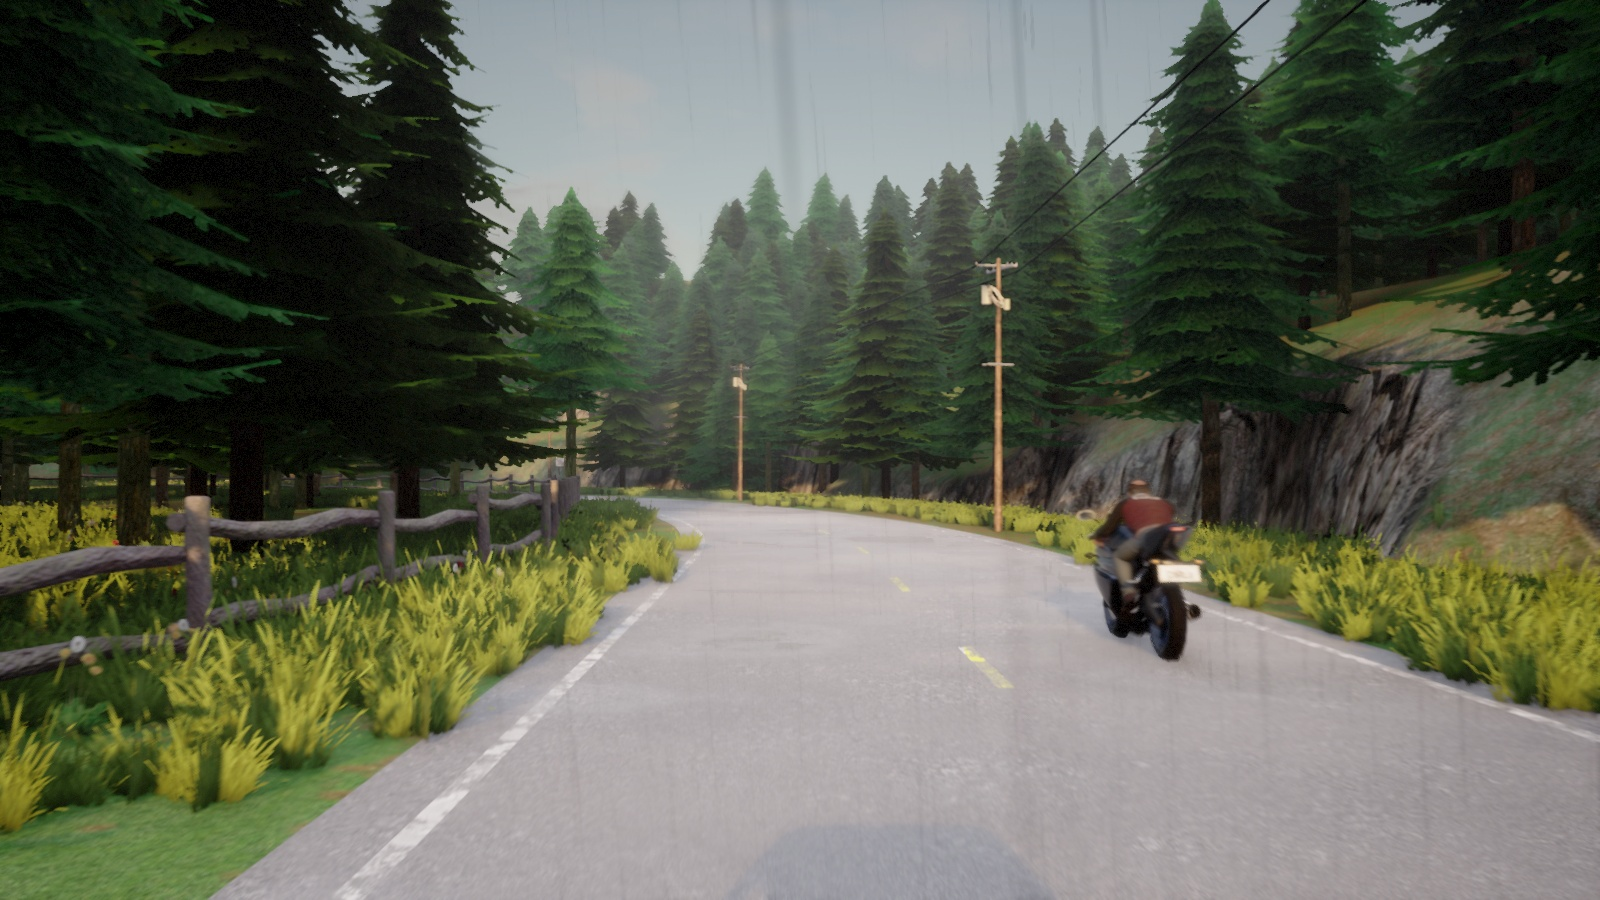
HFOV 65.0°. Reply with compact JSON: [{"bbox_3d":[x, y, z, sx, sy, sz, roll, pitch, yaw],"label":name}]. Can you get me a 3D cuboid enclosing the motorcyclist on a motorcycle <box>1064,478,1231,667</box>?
[{"bbox_3d":[3.074,1.027,11.367,0.866,1.530,2.191,0,-1,-1],"label":"motorcyclist on a motorcycle"}]
